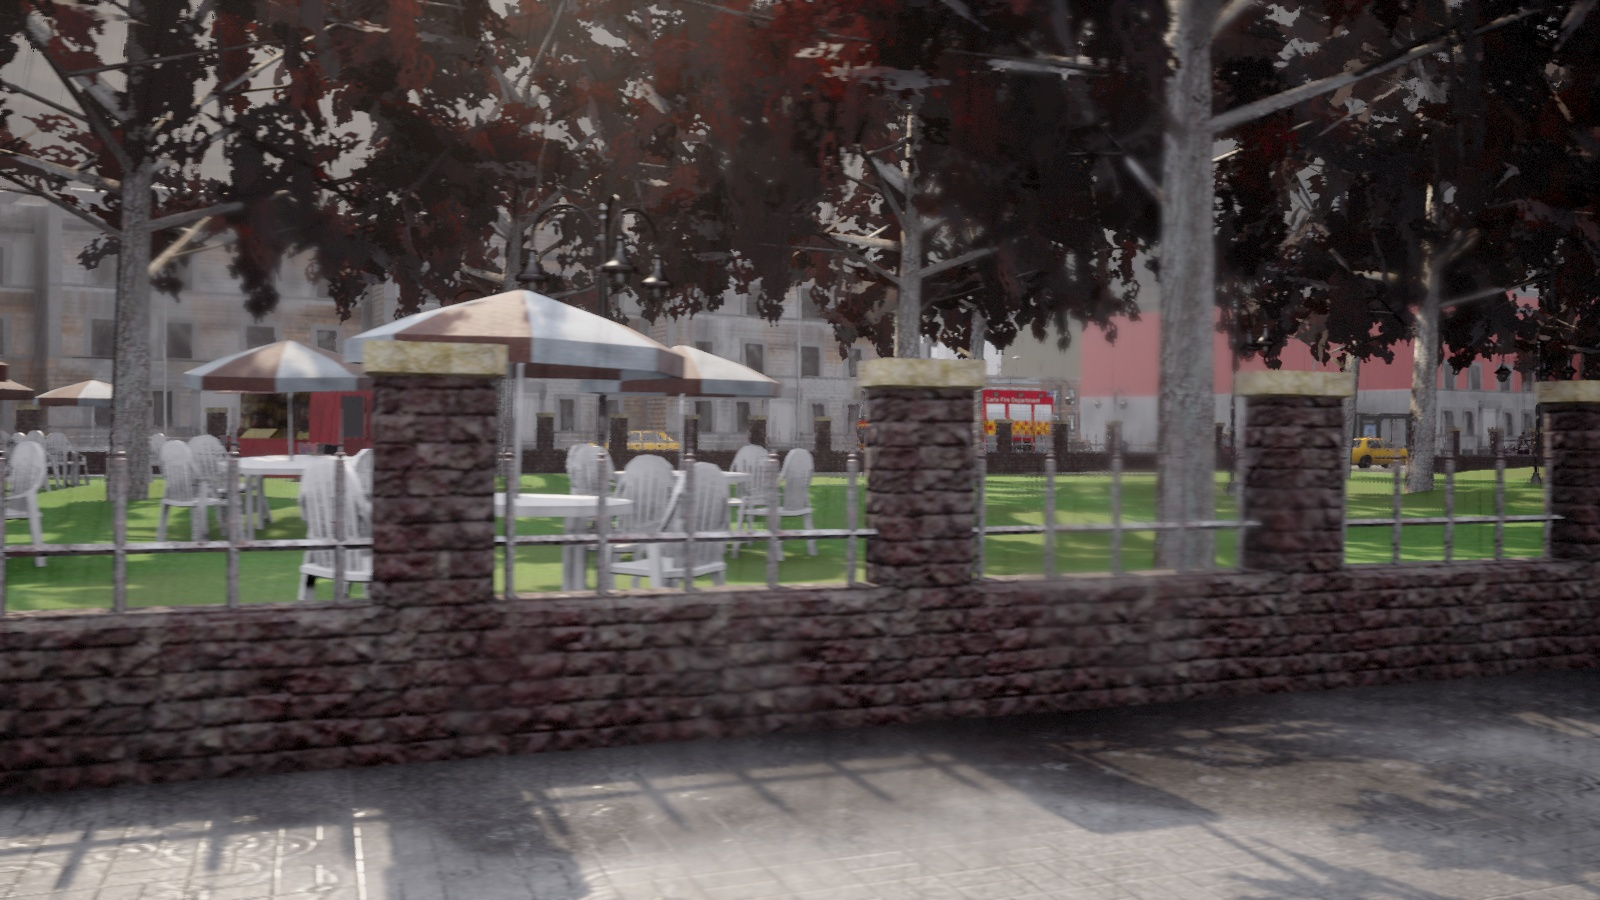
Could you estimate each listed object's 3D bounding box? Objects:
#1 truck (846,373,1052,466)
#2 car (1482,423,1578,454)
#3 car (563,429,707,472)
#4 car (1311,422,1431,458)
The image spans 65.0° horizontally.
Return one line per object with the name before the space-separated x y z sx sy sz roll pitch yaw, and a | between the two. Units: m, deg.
truck | 6.502 -1.324 54.668 8.468 3.827 2.891 -1 1 -21
car | 35.769 -0.570 61.526 4.193 1.474 1.816 -1 1 -21
car | -6.524 0.000 49.714 5.366 1.575 1.801 -1 1 -21
car | 26.351 -0.486 57.948 5.366 1.575 1.801 -1 1 -21
